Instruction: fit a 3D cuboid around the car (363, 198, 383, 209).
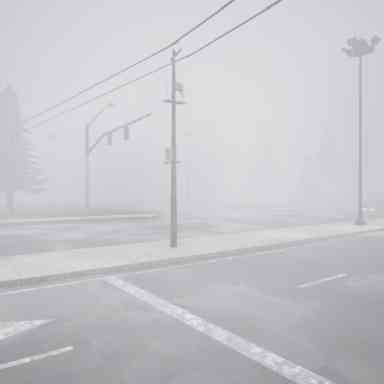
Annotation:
[{"bbox_3d":[25.679,1.579,46.431,4.181,1.385,1.994,0,0,-35],"label":"car"}]
